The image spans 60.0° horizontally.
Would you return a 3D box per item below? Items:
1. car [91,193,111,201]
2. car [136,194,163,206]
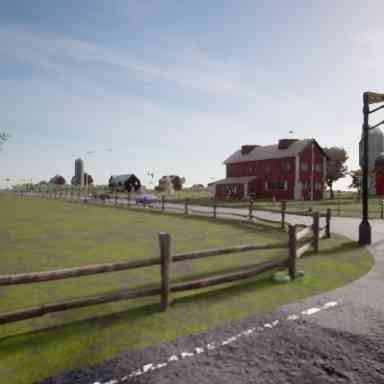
[{"bbox_3d":[-15.320,0.824,55.894,1.895,1.301,4.718,1,0,-35],"label":"car"},{"bbox_3d":[-5.438,0.962,41.793,1.812,1.442,4.674,1,0,-35],"label":"car"}]
